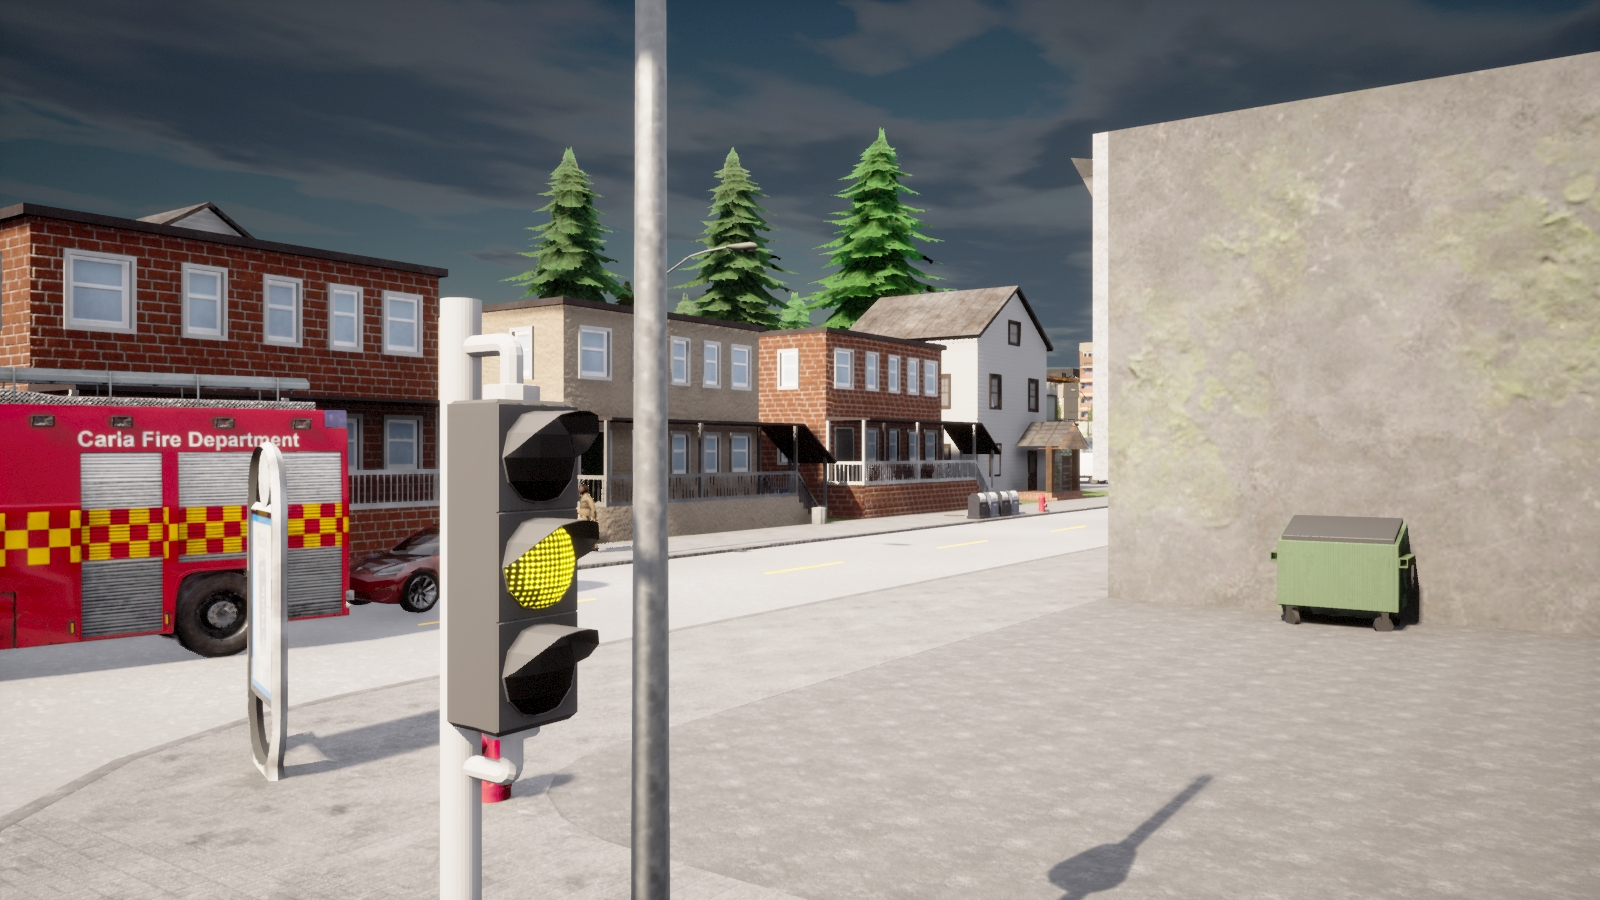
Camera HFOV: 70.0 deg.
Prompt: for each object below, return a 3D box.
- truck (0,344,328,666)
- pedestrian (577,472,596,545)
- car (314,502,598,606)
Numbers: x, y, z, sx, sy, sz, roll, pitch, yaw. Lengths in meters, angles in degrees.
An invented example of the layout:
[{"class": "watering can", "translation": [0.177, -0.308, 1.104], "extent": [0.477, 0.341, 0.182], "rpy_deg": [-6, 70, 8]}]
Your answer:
[{"class": "truck", "translation": [-10.778, 0.661, 14.371], "extent": [8.468, 3.827, 2.891], "rpy_deg": [0, 0, -42]}, {"class": "pedestrian", "translation": [-5.560, 1.515, 29.706], "extent": [0.375, 1.860, 0.375], "rpy_deg": [0, 0, -34]}, {"class": "car", "translation": [-6.305, 1.835, 21.487], "extent": [2.163, 1.488, 4.792], "rpy_deg": [0, 0, 35]}]
